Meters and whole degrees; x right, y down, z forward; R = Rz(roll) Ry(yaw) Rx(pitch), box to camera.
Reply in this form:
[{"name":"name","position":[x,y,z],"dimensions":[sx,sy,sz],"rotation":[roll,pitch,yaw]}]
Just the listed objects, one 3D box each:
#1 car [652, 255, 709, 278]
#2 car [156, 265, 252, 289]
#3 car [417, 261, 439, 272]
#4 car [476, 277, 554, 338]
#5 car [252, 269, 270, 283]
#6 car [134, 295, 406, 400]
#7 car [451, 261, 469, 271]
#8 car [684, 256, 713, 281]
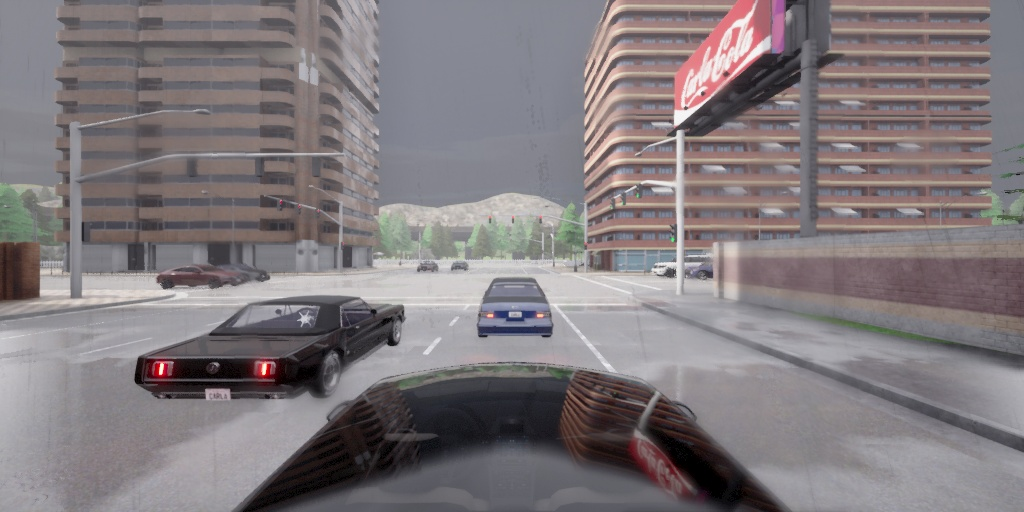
[{"name":"car","position":[15.959,0.968,33.223],"dimensions":[5.566,2.045,2.150],"rotation":[0,0,0]},{"name":"car","position":[-19.301,1.275,22.274],"dimensions":[4.674,1.442,1.812],"rotation":[0,0,0]},{"name":"car","position":[-10.654,1.313,45.574],"dimensions":[1.994,1.385,4.181],"rotation":[0,0,1]},{"name":"car","position":[0.065,1.297,10.176],"dimensions":[2.033,1.411,5.357],"rotation":[0,0,0]},{"name":"car","position":[-20.041,1.313,25.945],"dimensions":[4.181,1.385,1.994],"rotation":[0,0,-3]},{"name":"car","position":[-3.450,1.351,6.453],"dimensions":[1.895,1.301,4.718],"rotation":[0,0,0]},{"name":"car","position":[-7.141,1.313,49.394],"dimensions":[1.994,1.385,4.181],"rotation":[0,0,1]},{"name":"car","position":[16.704,1.105,29.727],"dimensions":[4.553,1.767,2.097],"rotation":[0,0,0]}]
